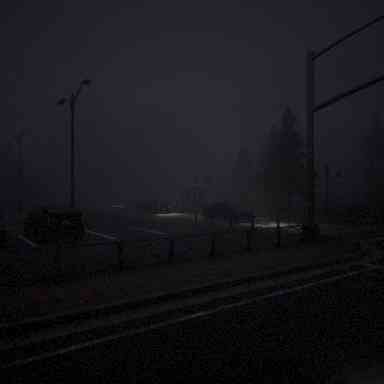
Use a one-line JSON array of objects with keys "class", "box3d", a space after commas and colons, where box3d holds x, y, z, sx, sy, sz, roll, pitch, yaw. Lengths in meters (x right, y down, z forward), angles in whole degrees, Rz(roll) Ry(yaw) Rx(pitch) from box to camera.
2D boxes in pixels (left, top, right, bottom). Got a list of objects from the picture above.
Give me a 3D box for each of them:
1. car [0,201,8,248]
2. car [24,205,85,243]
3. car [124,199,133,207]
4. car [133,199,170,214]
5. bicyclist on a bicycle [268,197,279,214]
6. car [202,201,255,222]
[{"class": "car", "box3d": [-8.902, 1.331, 13.413, 2.152, 1.636, 5.027, 0, 0, -36]}, {"class": "car", "box3d": [-6.389, 1.341, 15.293, 2.007, 1.523, 4.514, 0, 0, -36]}, {"class": "car", "box3d": [-7.971, 1.610, 47.311, 1.895, 1.301, 4.718, 0, 0, -36]}, {"class": "car", "box3d": [-4.198, 1.514, 36.105, 1.837, 1.490, 4.892, 0, 0, -36]}, {"class": "bicyclist on a bicycle", "box3d": [7.944, 1.312, 32.226, 1.656, 1.620, 0.582, 0, 0, -36]}, {"class": "car", "box3d": [2.853, 1.485, 26.523, 1.882, 1.535, 5.008, 0, 0, -36]}]
